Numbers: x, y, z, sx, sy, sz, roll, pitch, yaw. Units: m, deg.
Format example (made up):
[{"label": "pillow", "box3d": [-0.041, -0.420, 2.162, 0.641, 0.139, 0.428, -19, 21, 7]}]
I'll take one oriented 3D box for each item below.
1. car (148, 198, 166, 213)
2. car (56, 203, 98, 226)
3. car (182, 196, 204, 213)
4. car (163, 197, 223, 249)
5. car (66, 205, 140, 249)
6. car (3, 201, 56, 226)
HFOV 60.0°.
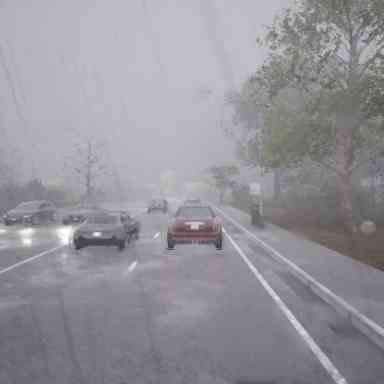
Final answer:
[{"label": "car", "box3d": [-3.393, 1.336, 34.144, 2.033, 1.411, 5.357, 0, 0, 0]}, {"label": "car", "box3d": [-7.092, 1.428, 22.230, 1.994, 1.385, 4.181, 0, 0, 0]}, {"label": "car", "box3d": [0.109, 1.271, 35.538, 2.128, 1.511, 4.902, 0, 0, 0]}, {"label": "car", "box3d": [0.104, 1.268, 14.188, 2.097, 1.767, 4.553, 0, 0, 0]}, {"label": "car", "box3d": [-3.423, 1.482, 14.042, 1.994, 1.385, 4.181, 0, 0, 0]}, {"label": "car", "box3d": [-10.592, 1.369, 22.191, 1.837, 1.490, 4.892, 0, 0, 0]}]
